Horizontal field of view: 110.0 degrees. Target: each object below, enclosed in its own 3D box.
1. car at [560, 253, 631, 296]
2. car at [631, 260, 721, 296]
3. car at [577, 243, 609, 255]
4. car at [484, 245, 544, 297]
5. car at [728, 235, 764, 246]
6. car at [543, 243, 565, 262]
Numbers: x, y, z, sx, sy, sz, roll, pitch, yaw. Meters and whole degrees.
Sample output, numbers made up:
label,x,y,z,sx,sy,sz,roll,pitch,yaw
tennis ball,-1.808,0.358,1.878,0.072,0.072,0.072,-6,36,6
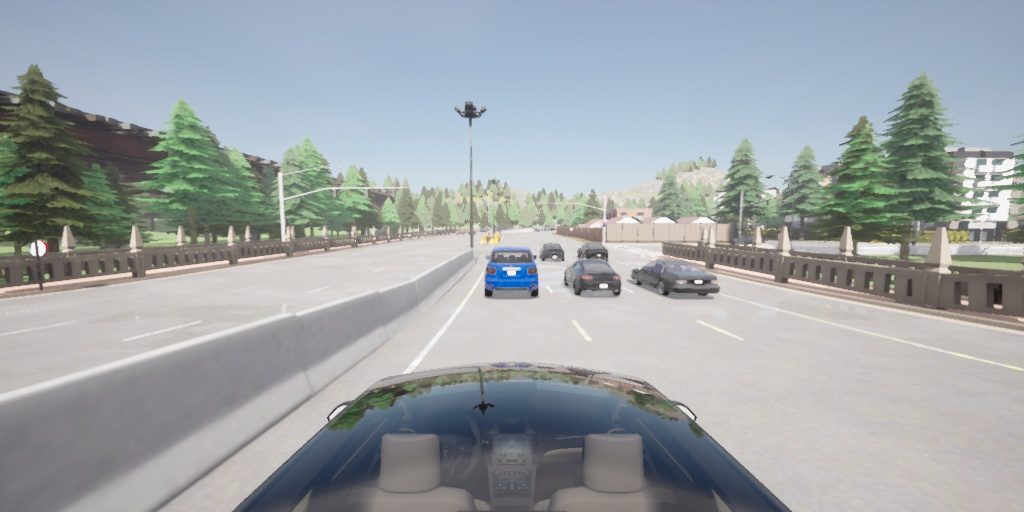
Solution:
label,x,y,z,sx,sy,sz,roll,pitch,yaw
car,3.473,0.835,15.914,1.812,1.442,4.674,0,4,0
car,6.973,0.862,15.935,2.033,1.411,5.357,0,4,0
car,6.890,-0.425,30.864,1.882,1.535,5.008,0,5,0
car,-0.026,0.554,15.904,2.150,2.045,5.566,0,4,0
car,32.772,-2.230,50.241,4.181,1.385,1.994,0,5,1
car,3.390,-0.392,30.847,1.837,1.490,4.892,0,5,0
